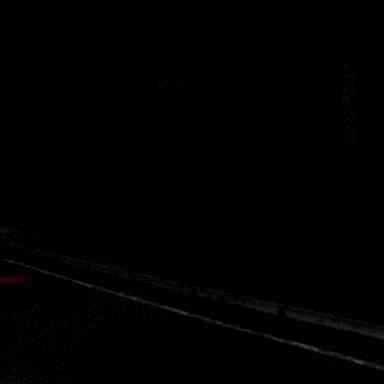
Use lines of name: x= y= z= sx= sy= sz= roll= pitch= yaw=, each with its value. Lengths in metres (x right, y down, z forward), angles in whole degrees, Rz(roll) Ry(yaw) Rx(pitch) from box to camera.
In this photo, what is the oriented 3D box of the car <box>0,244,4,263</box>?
car: x=-7.683 y=1.553 z=10.295 sx=5.357 sy=1.411 sz=2.033 roll=0 pitch=0 yaw=41
